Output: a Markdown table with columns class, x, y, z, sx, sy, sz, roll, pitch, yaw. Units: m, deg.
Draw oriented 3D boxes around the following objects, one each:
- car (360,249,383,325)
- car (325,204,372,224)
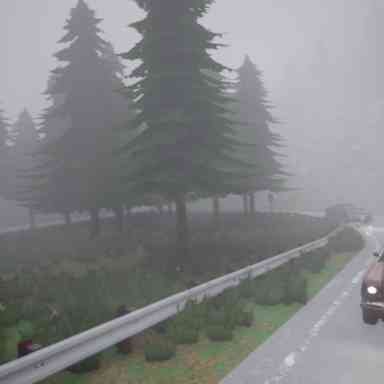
| class | x | y | z | sx | sy | sz | roll | pitch | yaw |
| --- | --- | --- | --- | --- | --- | --- | --- | --- | --- |
| car | 4.613 | 1.613 | 6.485 | 1.895 | 1.301 | 4.718 | 1 | 0 | 35 |
| car | 12.045 | 1.669 | 25.936 | 2.128 | 1.511 | 4.902 | -2 | -1 | 1 |
